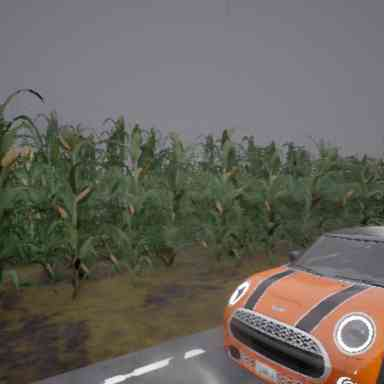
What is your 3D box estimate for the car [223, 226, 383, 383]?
[{"bbox_3d":[2.628,1.361,4.944,4.553,1.767,2.097,0,0,-36],"label":"car"}]
